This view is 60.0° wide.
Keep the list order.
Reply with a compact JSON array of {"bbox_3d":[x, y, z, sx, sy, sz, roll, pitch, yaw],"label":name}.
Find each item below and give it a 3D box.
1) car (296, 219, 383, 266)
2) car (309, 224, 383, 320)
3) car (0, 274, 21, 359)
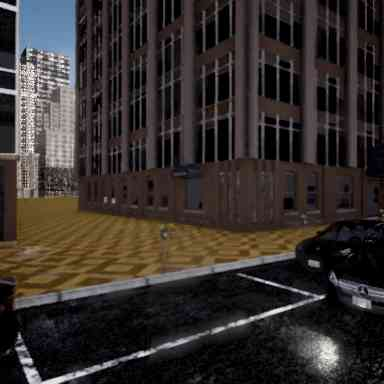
[{"bbox_3d":[5.034,1.538,10.153,4.313,1.339,1.947,0,1,-36],"label":"car"},{"bbox_3d":[4.612,1.504,6.676,4.674,1.442,1.812,0,0,-36],"label":"car"},{"bbox_3d":[-4.226,1.570,3.539,4.313,1.339,1.947,0,1,-36],"label":"car"}]
